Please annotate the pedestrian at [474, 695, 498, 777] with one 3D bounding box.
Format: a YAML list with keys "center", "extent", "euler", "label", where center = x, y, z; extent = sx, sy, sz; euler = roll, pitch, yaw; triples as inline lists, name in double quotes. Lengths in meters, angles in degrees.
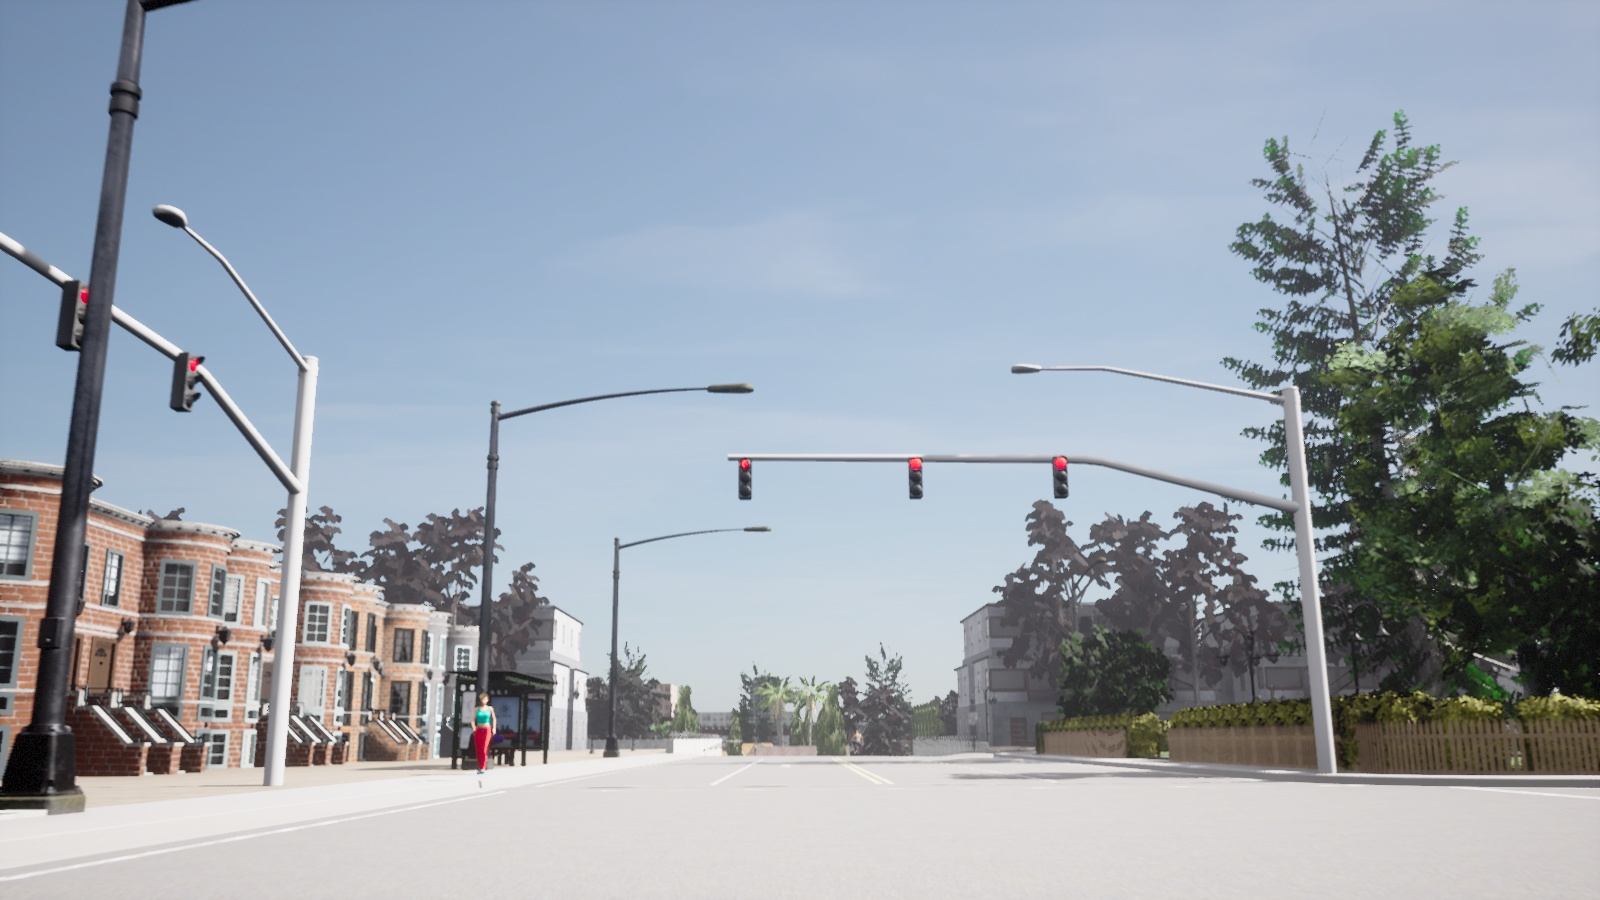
- center: [-7.249, 6.591, 28.967]
  extent: [0.345, 1.836, 0.594]
  euler: [0, -13, -2]
  label: "pedestrian"
